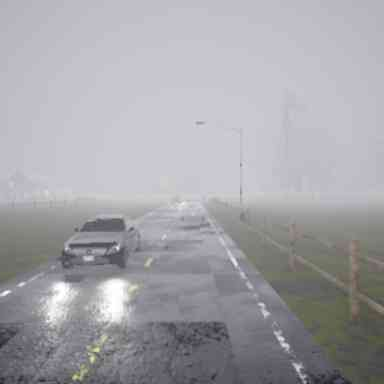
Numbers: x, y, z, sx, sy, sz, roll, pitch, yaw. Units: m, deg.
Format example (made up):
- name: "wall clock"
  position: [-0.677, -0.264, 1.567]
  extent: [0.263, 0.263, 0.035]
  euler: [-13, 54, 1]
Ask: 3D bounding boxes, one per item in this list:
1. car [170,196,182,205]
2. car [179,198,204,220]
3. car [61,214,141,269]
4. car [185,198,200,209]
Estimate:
- name: "car"
  position: [-2.817, 1.464, 59.998]
  extent: [1.837, 1.490, 4.892]
  euler: [0, 0, 1]
- name: "car"
  position: [0.061, 1.512, 27.627]
  extent: [1.812, 1.442, 4.674]
  euler: [0, 0, 0]
- name: "car"
  position: [-2.849, 1.521, 11.306]
  extent: [1.812, 1.442, 4.674]
  euler: [0, 0, -1]
- name: "car"
  position: [0.059, 1.538, 44.924]
  extent: [1.994, 1.385, 4.181]
  euler: [0, 0, 0]
